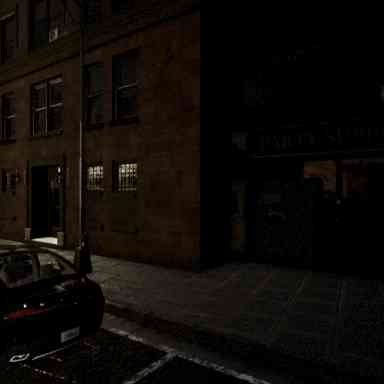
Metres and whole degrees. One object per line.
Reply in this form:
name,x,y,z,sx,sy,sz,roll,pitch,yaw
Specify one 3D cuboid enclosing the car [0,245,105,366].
car,-3.298,1.551,5.448,4.403,1.369,2.008,0,0,36
